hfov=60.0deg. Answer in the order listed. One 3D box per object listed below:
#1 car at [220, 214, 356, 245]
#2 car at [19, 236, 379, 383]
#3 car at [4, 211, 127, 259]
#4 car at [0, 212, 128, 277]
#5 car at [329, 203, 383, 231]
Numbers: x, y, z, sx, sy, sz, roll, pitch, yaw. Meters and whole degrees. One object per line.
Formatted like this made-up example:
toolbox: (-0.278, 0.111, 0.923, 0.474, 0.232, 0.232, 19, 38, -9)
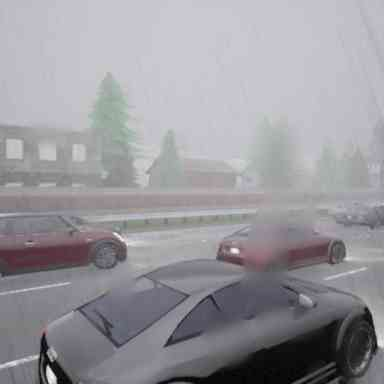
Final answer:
car: (2.777, 1.529, 10.028, 4.181, 1.385, 1.994, 0, 0, -36)
car: (0.419, 1.553, 4.043, 4.181, 1.385, 1.994, 0, 0, -36)
car: (-4.913, 1.548, 13.140, 4.181, 1.385, 1.994, 0, 0, -36)
car: (-4.145, 1.343, 9.388, 4.553, 1.767, 2.097, 0, 0, -36)
car: (10.880, 1.457, 20.109, 5.357, 1.411, 2.033, 0, 0, -36)
